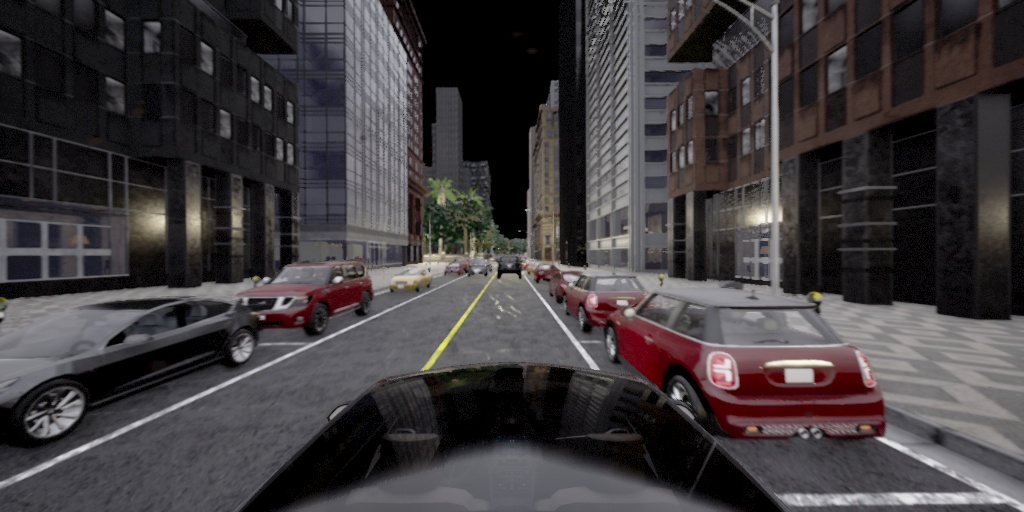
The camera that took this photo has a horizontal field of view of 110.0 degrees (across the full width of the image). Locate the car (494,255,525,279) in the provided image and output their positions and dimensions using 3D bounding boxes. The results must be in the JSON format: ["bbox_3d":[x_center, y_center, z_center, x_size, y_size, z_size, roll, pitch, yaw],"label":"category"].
[{"bbox_3d":[-0.215,0.960,32.580,2.150,2.045,5.566,0,0,0],"label":"car"}]

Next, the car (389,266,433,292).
[{"bbox_3d":[-5.913,1.298,21.421,1.751,1.417,4.829,0,0,0],"label":"car"}]

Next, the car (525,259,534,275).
[{"bbox_3d":[2.469,1.249,38.103,1.751,1.417,4.829,0,0,0],"label":"car"}]

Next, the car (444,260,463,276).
[{"bbox_3d":[-6.055,1.352,37.869,1.802,1.307,4.207,0,0,0],"label":"car"}]

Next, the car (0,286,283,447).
[{"bbox_3d":[-5.775,1.345,5.314,1.948,1.339,4.313,0,0,0],"label":"car"}]

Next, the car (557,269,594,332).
[{"bbox_3d":[2.703,1.170,10.809,1.967,1.591,4.097,0,0,0],"label":"car"}]

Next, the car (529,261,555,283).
[{"bbox_3d":[2.563,1.270,27.083,1.888,1.381,4.507,0,0,0],"label":"car"}]

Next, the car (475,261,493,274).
[{"bbox_3d":[-3.343,1.342,43.490,1.994,1.385,4.181,0,0,0],"label":"car"}]

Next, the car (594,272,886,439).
[{"bbox_3d":[2.750,1.173,5.385,1.967,1.591,4.097,0,0,0],"label":"car"}]

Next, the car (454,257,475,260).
[{"bbox_3d":[-6.101,1.085,43.294,2.192,1.841,5.009,0,0,0],"label":"car"}]

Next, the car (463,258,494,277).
[{"bbox_3d":[-3.277,1.247,35.690,2.128,1.511,4.902,0,0,0],"label":"car"}]

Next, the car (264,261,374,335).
[{"bbox_3d":[-5.822,1.092,10.740,2.192,1.841,5.009,0,0,0],"label":"car"}]

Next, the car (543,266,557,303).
[{"bbox_3d":[2.656,1.310,16.234,1.802,1.307,4.207,0,0,0],"label":"car"}]
